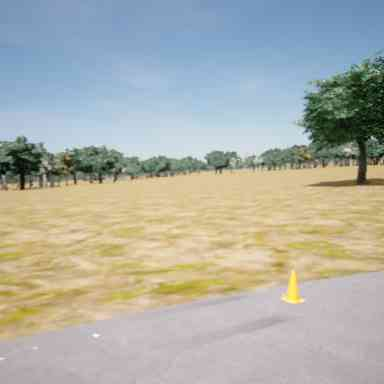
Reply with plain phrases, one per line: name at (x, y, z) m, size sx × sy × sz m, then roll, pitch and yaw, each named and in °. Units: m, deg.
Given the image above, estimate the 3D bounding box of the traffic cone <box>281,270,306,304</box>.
traffic cone at (2.000, 1.837, 6.559) m, size 0.340 × 0.580 × 0.340 m, roll -1°, pitch 2°, yaw -26°
